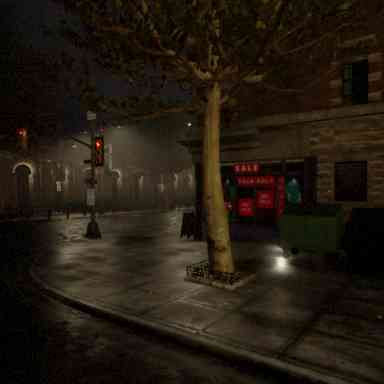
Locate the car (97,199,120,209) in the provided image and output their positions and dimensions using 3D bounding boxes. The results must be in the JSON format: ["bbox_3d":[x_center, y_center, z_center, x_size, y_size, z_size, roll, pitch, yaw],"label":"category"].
[{"bbox_3d":[-12.153,1.595,45.125,1.895,1.301,4.718,0,0,36],"label":"car"}]

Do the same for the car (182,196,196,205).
[{"bbox_3d":[0.252,1.493,56.782,2.128,1.511,4.902,0,0,36],"label":"car"}]

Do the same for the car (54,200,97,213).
[{"bbox_3d":[-13.499,1.564,37.912,1.994,1.385,4.181,0,0,36],"label":"car"}]
